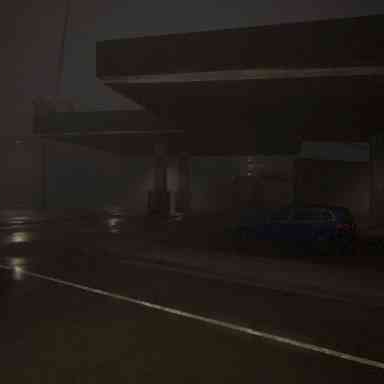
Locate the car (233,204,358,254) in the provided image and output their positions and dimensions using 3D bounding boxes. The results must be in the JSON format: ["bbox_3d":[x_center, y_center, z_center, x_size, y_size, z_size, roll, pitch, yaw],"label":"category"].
[{"bbox_3d":[3.886,1.295,12.999,4.611,1.667,2.242,0,0,35],"label":"car"}]

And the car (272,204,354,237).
[{"bbox_3d":[6.567,1.456,18.137,3.806,1.475,1.970,0,0,35],"label":"car"}]

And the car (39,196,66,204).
[{"bbox_3d":[-26.086,1.505,62.482,2.128,1.511,4.902,0,0,39],"label":"car"}]

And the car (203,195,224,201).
[{"bbox_3d":[5.187,1.500,80.668,4.892,1.490,1.837,0,0,-6],"label":"car"}]
